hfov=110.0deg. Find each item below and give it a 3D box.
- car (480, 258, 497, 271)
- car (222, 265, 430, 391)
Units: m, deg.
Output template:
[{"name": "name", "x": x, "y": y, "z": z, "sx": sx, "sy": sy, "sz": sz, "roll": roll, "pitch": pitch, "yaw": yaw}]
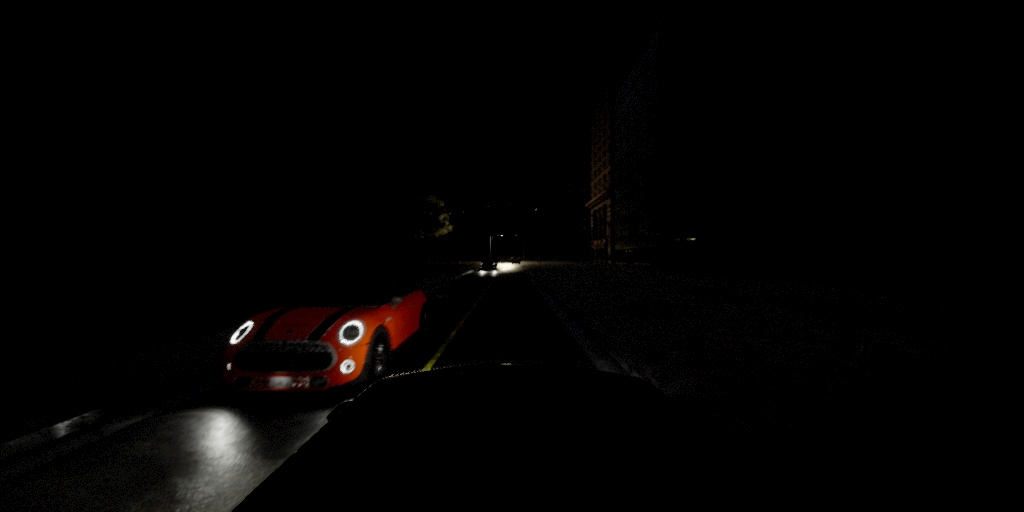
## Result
[{"name": "car", "x": -3.076, "y": 1.062, "z": 48.267, "sx": 2.097, "sy": 1.767, "sz": 4.553, "roll": 0, "pitch": 0, "yaw": 0}, {"name": "car", "x": -3.100, "y": 1.095, "z": 7.039, "sx": 2.097, "sy": 1.767, "sz": 4.553, "roll": 0, "pitch": 0, "yaw": 0}]
